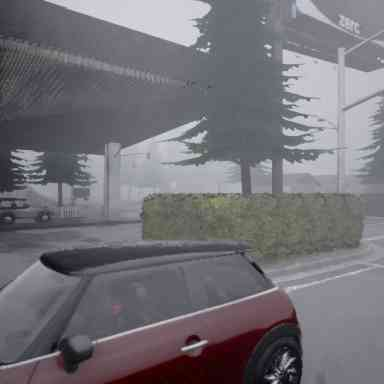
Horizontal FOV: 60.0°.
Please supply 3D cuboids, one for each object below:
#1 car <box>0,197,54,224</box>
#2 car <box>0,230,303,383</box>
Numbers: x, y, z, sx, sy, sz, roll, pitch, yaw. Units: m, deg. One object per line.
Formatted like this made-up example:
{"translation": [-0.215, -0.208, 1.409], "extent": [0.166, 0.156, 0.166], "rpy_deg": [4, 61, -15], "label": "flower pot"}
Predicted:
{"translation": [-11.961, 1.313, 23.491], "extent": [3.866, 1.878, 1.905], "rpy_deg": [0, 0, -36], "label": "car"}
{"translation": [-0.994, 1.352, 3.285], "extent": [4.553, 1.767, 2.097], "rpy_deg": [0, 0, -36], "label": "car"}
